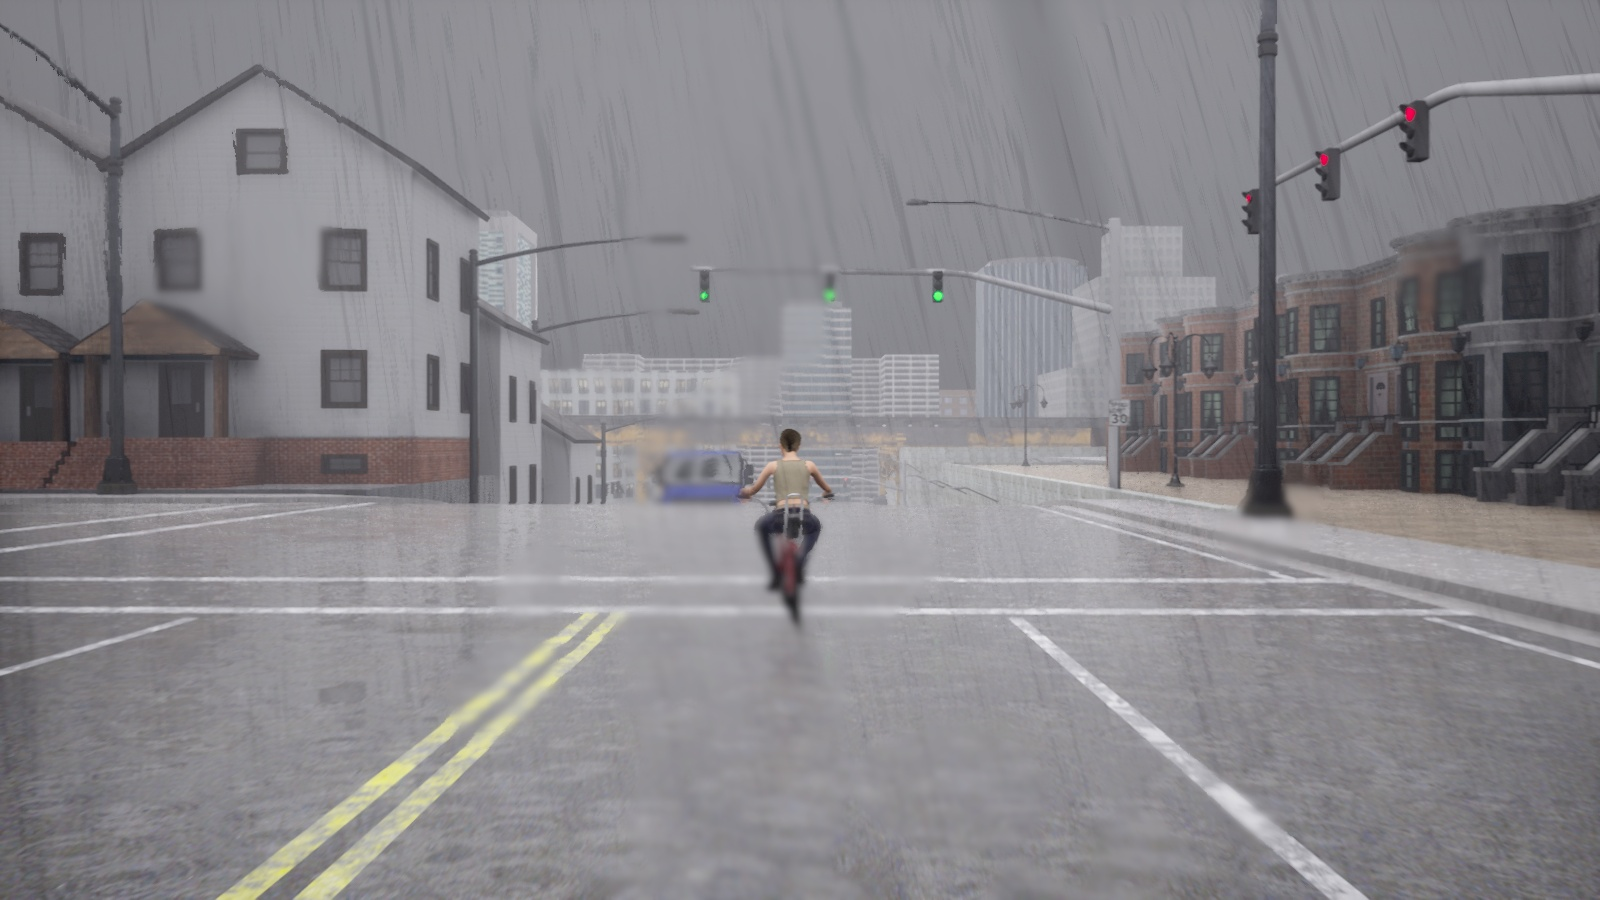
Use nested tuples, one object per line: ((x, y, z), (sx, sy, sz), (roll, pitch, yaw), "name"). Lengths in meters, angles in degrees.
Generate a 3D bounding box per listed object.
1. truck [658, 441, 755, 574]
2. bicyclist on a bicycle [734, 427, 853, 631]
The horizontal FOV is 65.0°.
((-3.233, 2.277, 45.560), (2.891, 3.462, 7.936), (-1, -13, 0), "truck")
((-0.092, 0.622, 10.761), (0.866, 1.612, 1.509), (-1, 0, -6), "bicyclist on a bicycle")
